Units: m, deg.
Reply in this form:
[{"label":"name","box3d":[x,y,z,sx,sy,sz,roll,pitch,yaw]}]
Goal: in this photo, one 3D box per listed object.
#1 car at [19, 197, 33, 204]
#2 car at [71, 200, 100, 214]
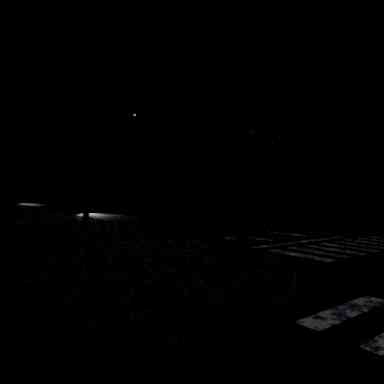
[{"label":"car","box3d":[-31.582,1.578,63.205,1.895,1.301,4.718,1,0,-36]},{"label":"car","box3d":[-11.232,1.527,34.867,1.994,1.385,4.181,1,0,-36]}]
